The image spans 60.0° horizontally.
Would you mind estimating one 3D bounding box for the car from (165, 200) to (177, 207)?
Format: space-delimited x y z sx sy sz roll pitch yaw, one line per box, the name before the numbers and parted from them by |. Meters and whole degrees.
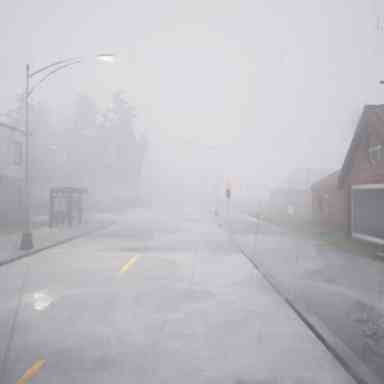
car | -4.032 2.213 64.912 1.812 1.442 4.674 0 -1 1
